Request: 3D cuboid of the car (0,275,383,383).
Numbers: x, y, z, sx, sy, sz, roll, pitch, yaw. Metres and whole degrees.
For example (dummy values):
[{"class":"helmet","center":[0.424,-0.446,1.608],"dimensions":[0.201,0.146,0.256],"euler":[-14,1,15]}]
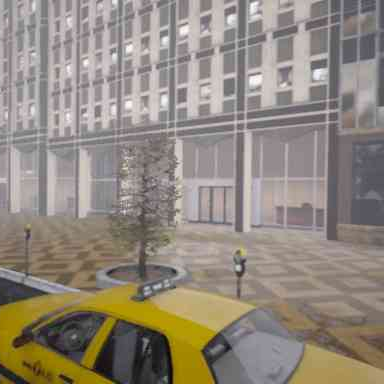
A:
[{"class":"car","center":[-0.566,1.508,3.268],"dimensions":[4.829,1.417,1.752],"euler":[1,1,35]}]
